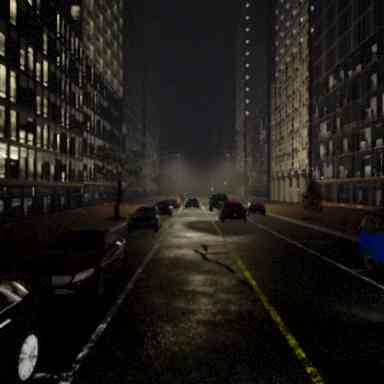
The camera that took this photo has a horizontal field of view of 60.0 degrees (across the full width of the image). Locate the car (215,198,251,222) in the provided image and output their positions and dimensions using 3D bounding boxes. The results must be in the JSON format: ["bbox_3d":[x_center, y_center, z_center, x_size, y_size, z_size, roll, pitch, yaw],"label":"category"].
[{"bbox_3d":[3.080,1.465,26.026,1.882,1.535,5.008,0,0,0],"label":"car"}]

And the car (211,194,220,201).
[{"bbox_3d":[5.804,1.388,82.152,1.967,1.590,4.097,0,0,0],"label":"car"}]

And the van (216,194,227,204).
[{"bbox_3d":[5.778,1.304,65.101,1.690,1.788,3.998,0,0,0],"label":"van"}]

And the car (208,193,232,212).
[{"bbox_3d":[3.085,1.203,38.956,2.150,2.045,5.566,0,0,1],"label":"car"}]

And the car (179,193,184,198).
[{"bbox_3d":[-2.628,1.404,48.063,1.967,1.590,4.097,0,0,0],"label":"car"}]

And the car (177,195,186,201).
[{"bbox_3d":[-2.575,1.487,82.165,2.008,1.369,4.403,0,0,0],"label":"car"}]

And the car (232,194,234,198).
[{"bbox_3d":[5.760,1.286,53.734,2.192,1.841,5.009,0,0,0],"label":"car"}]

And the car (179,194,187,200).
[{"bbox_3d":[-2.558,1.366,93.532,1.967,1.590,4.097,0,0,0],"label":"car"}]

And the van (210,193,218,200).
[{"bbox_3d":[5.812,1.284,87.835,1.690,1.788,3.998,0,0,0],"label":"van"}]

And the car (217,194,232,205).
[{"bbox_3d":[5.769,1.282,59.418,2.192,1.841,5.009,0,0,0],"label":"car"}]

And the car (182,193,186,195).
[{"bbox_3d":[-2.592,1.512,70.798,1.947,1.339,4.313,0,0,0],"label":"car"}]

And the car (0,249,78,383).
[{"bbox_3d":[-2.697,1.545,2.594,2.008,1.369,4.403,0,0,0],"label":"car"}]

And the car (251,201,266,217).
[{"bbox_3d":[5.728,1.538,30.999,2.008,1.369,4.403,0,0,0],"label":"car"}]

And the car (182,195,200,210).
[{"bbox_3d":[0.062,1.497,42.644,1.812,1.442,4.674,0,0,0],"label":"car"}]

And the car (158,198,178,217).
[{"bbox_3d":[-2.653,1.526,31.012,2.008,1.369,4.403,0,0,0],"label":"car"}]

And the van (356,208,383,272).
[{"bbox_3d":[5.692,1.344,8.265,1.690,1.788,3.998,0,0,0],"label":"van"}]

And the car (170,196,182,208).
[{"bbox_3d":[-2.635,1.550,42.379,1.802,1.307,4.206,0,0,0],"label":"car"}]

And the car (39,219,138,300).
[{"bbox_3d":[-2.687,1.573,8.278,1.802,1.307,4.206,0,0,0],"label":"car"}]

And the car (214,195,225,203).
[{"bbox_3d":[5.788,1.398,70.785,1.967,1.590,4.097,0,0,0],"label":"car"}]

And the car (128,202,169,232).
[{"bbox_3d":[-2.670,1.534,19.645,2.008,1.369,4.403,0,0,0],"label":"car"}]
